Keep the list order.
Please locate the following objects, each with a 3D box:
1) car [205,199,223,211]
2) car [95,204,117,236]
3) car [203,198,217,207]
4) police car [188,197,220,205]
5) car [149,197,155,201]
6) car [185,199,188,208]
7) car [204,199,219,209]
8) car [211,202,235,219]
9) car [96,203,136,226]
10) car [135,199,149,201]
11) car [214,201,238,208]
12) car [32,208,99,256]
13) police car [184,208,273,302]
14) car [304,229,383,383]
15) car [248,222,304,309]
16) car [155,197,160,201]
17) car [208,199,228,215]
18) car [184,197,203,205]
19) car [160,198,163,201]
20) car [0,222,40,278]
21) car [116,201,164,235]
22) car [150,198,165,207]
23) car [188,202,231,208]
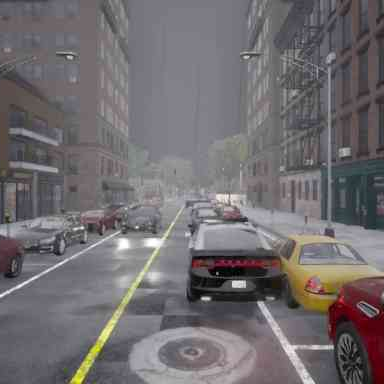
[{"bbox_3d":[2.678,1.554,40.614,1.887,1.381,4.507,0,0,0],"label":"car"},{"bbox_3d":[-5.368,1.545,18.544,1.887,1.381,4.507,0,0,0],"label":"car"},{"bbox_3d":[2.689,1.585,51.650,1.947,1.339,4.313,0,0,0],"label":"car"},{"bbox_3d":[0.850,1.426,24.465,1.930,1.638,5.238,0,0,0],"label":"police car"},{"bbox_3d":[-5.352,1.446,35.100,1.967,1.590,4.097,0,0,0],"label":"car"},{"bbox_3d":[0.072,1.493,47.125,1.882,1.535,5.008,0,0,1],"label":"car"},{"bbox_3d":[2.684,1.596,46.132,1.802,1.307,4.206,0,0,0],"label":"car"},{"bbox_3d":[2.668,1.584,29.577,1.802,1.307,4.206,0,0,0],"label":"car"},{"bbox_3d":[-5.362,1.567,24.063,1.947,1.339,4.313,0,0,0],"label":"car"},{"bbox_3d":[-5.357,1.553,29.581,2.008,1.369,4.403,0,0,0],"label":"car"},{"bbox_3d":[2.663,1.583,24.059,1.802,1.307,4.206,0,0,0],"label":"car"},{"bbox_3d":[-5.373,1.551,13.025,2.008,1.369,4.403,0,0,0],"label":"car"},{"bbox_3d":[0.834,1.425,8.465,1.930,1.638,5.238,0,0,0],"label":"police car"},{"bbox_3d":[2.641,1.315,1.986,2.192,1.841,5.009,0,0,0],"label":"car"},{"bbox_3d":[2.642,1.525,7.672,1.752,1.417,4.829,0,0,0],"label":"car"},{"bbox_3d":[-5.347,1.535,40.449,1.752,1.417,4.829,0,0,0],"label":"car"},{"bbox_3d":[2.673,1.531,35.266,1.752,1.417,4.829,0,0,0],"label":"car"},{"bbox_3d":[0.361,1.590,59.775,1.994,1.385,4.181,0,0,23],"label":"car"},{"bbox_3d":[-5.341,1.454,46.138,1.967,1.590,4.097,0,0,0],"label":"car"},{"bbox_3d":[-5.379,1.582,7.506,1.802,1.307,4.206,0,0,0],"label":"car"},{"bbox_3d":[-2.728,1.505,18.883,1.837,1.490,4.892,0,0,0],"label":"car"},{"bbox_3d":[-5.336,1.601,51.657,1.802,1.307,4.206,0,0,0],"label":"car"},{"bbox_3d":[0.844,1.526,18.355,1.812,1.442,4.674,0,0,0],"label":"car"}]
